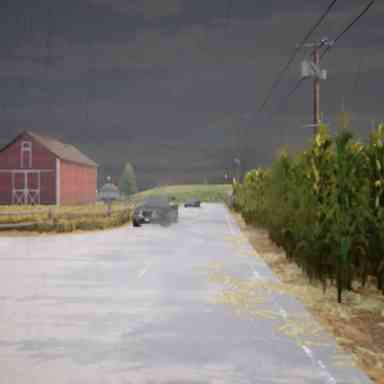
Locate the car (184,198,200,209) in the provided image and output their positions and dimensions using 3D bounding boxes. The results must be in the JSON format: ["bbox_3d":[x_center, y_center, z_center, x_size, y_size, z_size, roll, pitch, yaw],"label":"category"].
[{"bbox_3d":[0.012,1.619,48.380,1.837,1.490,4.892,-2,0,10],"label":"car"}]

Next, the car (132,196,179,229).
[{"bbox_3d":[-2.289,1.301,22.720,2.150,2.045,5.566,1,0,9],"label":"car"}]
